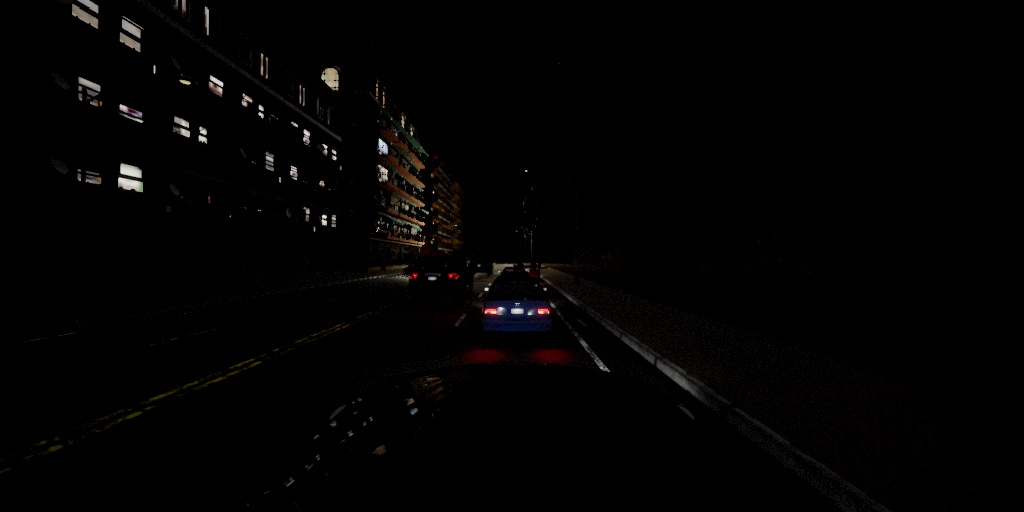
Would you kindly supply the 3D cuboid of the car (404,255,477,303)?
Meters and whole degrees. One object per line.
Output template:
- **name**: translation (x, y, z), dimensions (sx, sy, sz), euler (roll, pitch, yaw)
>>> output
- **car**: translation (-3.123, 0.974, 16.744), dimensions (2.150, 2.045, 5.566), euler (0, 0, 0)

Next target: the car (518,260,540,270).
- **car**: translation (1.191, 1.104, 29.895), dimensions (2.097, 1.767, 4.553), euler (0, 0, 0)

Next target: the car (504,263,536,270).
- **car**: translation (0.130, 1.317, 20.960), dimensions (1.994, 1.385, 4.181), euler (0, 0, 1)

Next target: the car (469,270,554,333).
- **car**: translation (0.118, 1.299, 10.627), dimensions (2.033, 1.411, 5.357), euler (0, 0, 0)

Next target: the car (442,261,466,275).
- **car**: translation (-6.525, 1.317, 40.503), dimensions (1.994, 1.385, 4.181), euler (0, 0, 0)

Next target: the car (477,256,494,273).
- **car**: translation (-3.084, 0.976, 36.267), dimensions (2.150, 2.045, 5.566), euler (0, 0, 0)
